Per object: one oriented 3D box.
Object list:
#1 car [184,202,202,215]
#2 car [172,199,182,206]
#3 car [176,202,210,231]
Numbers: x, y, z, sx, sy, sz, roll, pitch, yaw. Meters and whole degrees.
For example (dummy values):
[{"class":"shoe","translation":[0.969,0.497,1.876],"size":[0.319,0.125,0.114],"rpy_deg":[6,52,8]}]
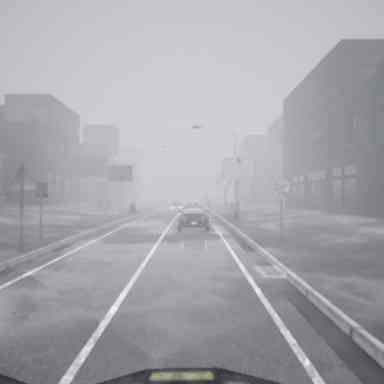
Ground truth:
[{"class":"car","translation":[0.102,1.844,38.553],"size":[1.994,1.385,4.181],"rpy_deg":[0,-1,0]},{"class":"car","translation":[-3.008,2.093,65.911],"size":[1.895,1.301,4.718],"rpy_deg":[0,1,0]},{"class":"car","translation":[0.101,1.547,20.507],"size":[1.812,1.442,4.674],"rpy_deg":[0,0,0]}]
